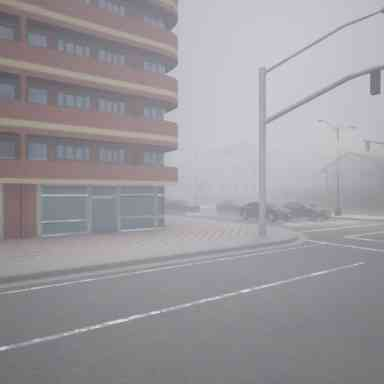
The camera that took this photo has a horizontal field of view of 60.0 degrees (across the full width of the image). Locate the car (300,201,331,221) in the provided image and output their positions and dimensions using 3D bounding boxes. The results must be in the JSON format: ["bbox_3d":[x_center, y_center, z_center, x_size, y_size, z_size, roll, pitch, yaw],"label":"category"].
[{"bbox_3d":[9.310,1.526,27.939,1.812,1.442,4.674,0,0,-34],"label":"car"}]

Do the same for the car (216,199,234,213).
[{"bbox_3d":[4.375,1.526,35.109,1.812,1.442,4.674,0,0,-34],"label":"car"}]

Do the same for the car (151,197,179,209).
[{"bbox_3d":[-3.910,1.498,47.130,1.837,1.490,4.892,0,2,-34],"label":"car"}]

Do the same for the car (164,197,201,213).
[{"bbox_3d":[-1.225,1.547,37.049,2.033,1.411,5.357,0,0,-35],"label":"car"}]

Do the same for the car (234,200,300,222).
[{"bbox_3d":[5.875,1.505,26.734,1.837,1.490,4.892,0,0,-34],"label":"car"}]
